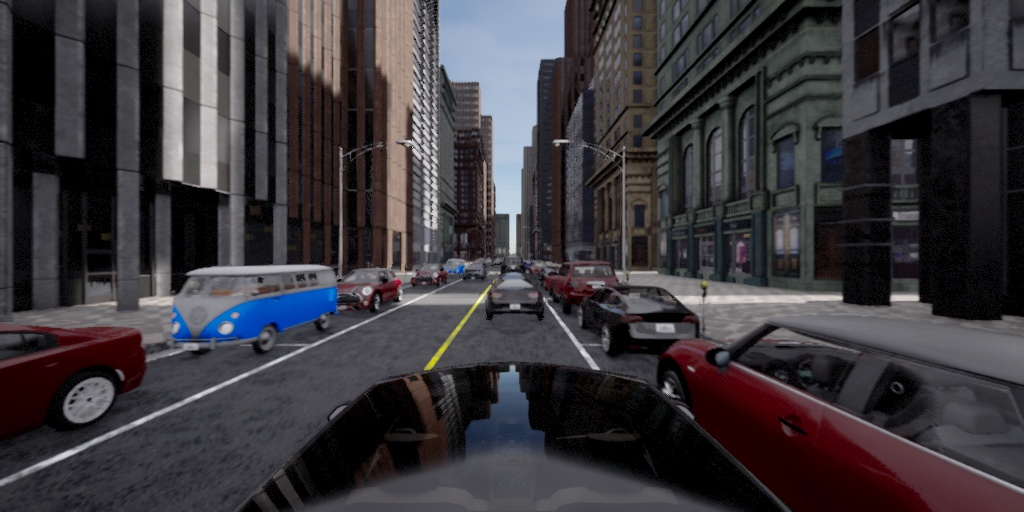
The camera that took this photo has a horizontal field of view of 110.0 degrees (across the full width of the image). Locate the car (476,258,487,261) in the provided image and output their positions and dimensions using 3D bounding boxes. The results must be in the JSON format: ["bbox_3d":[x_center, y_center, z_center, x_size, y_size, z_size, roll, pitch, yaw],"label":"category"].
[{"bbox_3d":[-5.759,1.392,59.263,1.967,1.591,4.097,0,0,0],"label":"car"}]

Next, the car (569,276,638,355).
[{"bbox_3d":[2.763,1.339,8.543,1.948,1.339,4.313,0,0,0],"label":"car"}]

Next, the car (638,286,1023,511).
[{"bbox_3d":[2.763,1.194,2.906,1.967,1.591,4.097,0,0,0],"label":"car"}]

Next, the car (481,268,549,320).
[{"bbox_3d":[0.095,1.313,12.719,1.812,1.442,4.674,0,0,0],"label":"car"}]

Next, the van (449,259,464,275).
[{"bbox_3d":[-5.760,1.209,36.717,1.690,1.789,3.998,0,0,0],"label":"van"}]

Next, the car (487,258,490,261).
[{"bbox_3d":[-5.759,1.288,64.900,2.192,1.841,5.009,0,0,0],"label":"car"}]

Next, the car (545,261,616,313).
[{"bbox_3d":[2.763,1.107,14.180,2.192,1.841,5.009,0,0,0],"label":"car"}]

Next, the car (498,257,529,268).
[{"bbox_3d":[0.100,1.074,32.085,2.150,2.045,5.566,0,0,0],"label":"car"}]

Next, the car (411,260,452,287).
[{"bbox_3d":[-5.761,1.270,25.444,1.967,1.591,4.097,0,0,0],"label":"car"}]

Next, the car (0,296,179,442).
[{"bbox_3d":[-5.762,1.299,2.897,1.888,1.381,4.507,0,0,0],"label":"car"}]

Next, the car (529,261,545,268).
[{"bbox_3d":[2.765,1.308,36.724,1.967,1.591,4.097,0,0,0],"label":"car"}]

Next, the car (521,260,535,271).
[{"bbox_3d":[2.363,1.408,53.606,1.882,1.535,5.008,0,0,0],"label":"car"}]

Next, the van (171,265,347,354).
[{"bbox_3d":[-5.762,1.114,8.534,1.690,1.789,3.998,0,0,0],"label":"van"}]

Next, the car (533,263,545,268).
[{"bbox_3d":[2.764,1.396,25.452,1.948,1.339,4.313,0,0,0],"label":"car"}]

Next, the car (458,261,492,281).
[{"bbox_3d":[-3.098,1.397,31.086,2.033,1.411,5.357,0,0,0],"label":"car"}]

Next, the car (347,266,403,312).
[{"bbox_3d":[-5.762,1.232,14.171,1.967,1.591,4.097,0,0,0],"label":"car"}]

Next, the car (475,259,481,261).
[{"bbox_3d":[-5.760,1.460,47.990,2.007,1.370,4.403,0,0,0],"label":"car"}]

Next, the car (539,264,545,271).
[{"bbox_3d":[2.764,1.356,19.816,1.888,1.381,4.507,0,0,0],"label":"car"}]
